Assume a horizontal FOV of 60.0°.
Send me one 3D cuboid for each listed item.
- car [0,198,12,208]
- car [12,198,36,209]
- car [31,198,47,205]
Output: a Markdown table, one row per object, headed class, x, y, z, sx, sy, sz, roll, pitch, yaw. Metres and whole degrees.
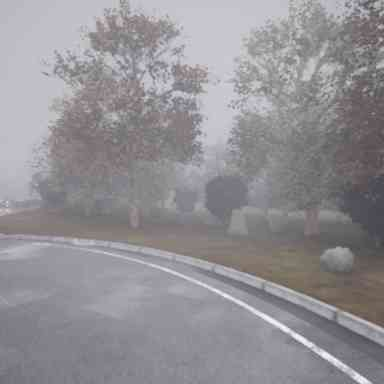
| class | x | y | z | sx | sy | sz | roll | pitch | yaw |
| --- | --- | --- | --- | --- | --- | --- | --- | --- | --- |
| car | -31.370 | 1.794 | 56.515 | 2.097 | 1.767 | 4.553 | -1 | 0 | -13 |
| car | -27.117 | 1.846 | 54.074 | 1.882 | 1.535 | 5.008 | -1 | 0 | -13 |
| car | -29.707 | 1.815 | 64.562 | 1.895 | 1.301 | 4.718 | -1 | 0 | -14 |
